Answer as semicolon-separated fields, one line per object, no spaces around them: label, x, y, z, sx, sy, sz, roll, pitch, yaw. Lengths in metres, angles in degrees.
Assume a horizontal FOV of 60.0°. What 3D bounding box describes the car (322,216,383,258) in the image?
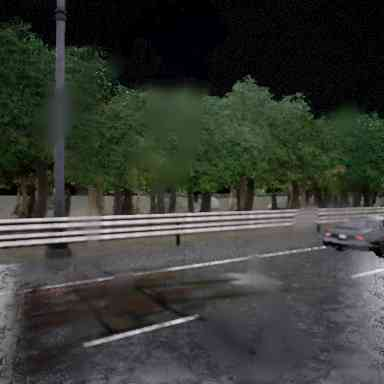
car;7.498;1.671;13.377;5.357;1.411;2.033;1;0;-34
